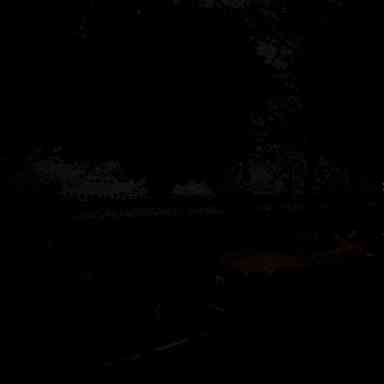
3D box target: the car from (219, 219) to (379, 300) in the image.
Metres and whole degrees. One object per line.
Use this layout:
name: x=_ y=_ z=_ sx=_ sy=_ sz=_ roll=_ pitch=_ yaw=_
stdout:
car: x=2.560 y=1.533 z=8.384 sx=4.829 sy=1.417 sz=1.752 roll=0 pitch=0 yaw=-36

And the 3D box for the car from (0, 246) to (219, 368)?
car: x=-1.810 y=1.583 z=5.266 sx=4.206 sy=1.307 sz=1.802 roll=0 pitch=0 yaw=-36

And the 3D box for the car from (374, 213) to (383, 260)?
car: x=7.208 y=1.456 z=11.701 sx=4.097 sy=1.590 sz=1.967 roll=0 pitch=0 yaw=-36
